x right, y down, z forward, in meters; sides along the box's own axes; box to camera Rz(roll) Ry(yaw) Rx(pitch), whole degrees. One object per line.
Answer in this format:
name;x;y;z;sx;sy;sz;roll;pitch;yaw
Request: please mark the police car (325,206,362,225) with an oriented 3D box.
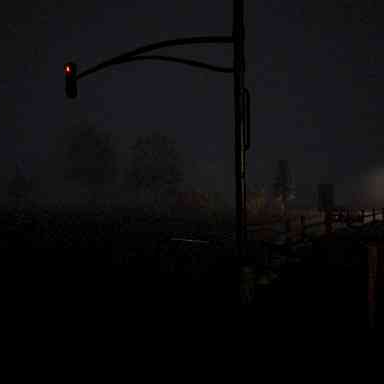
police car;13.489;2.006;29.365;2.038;1.542;4.974;-1;-2;40
